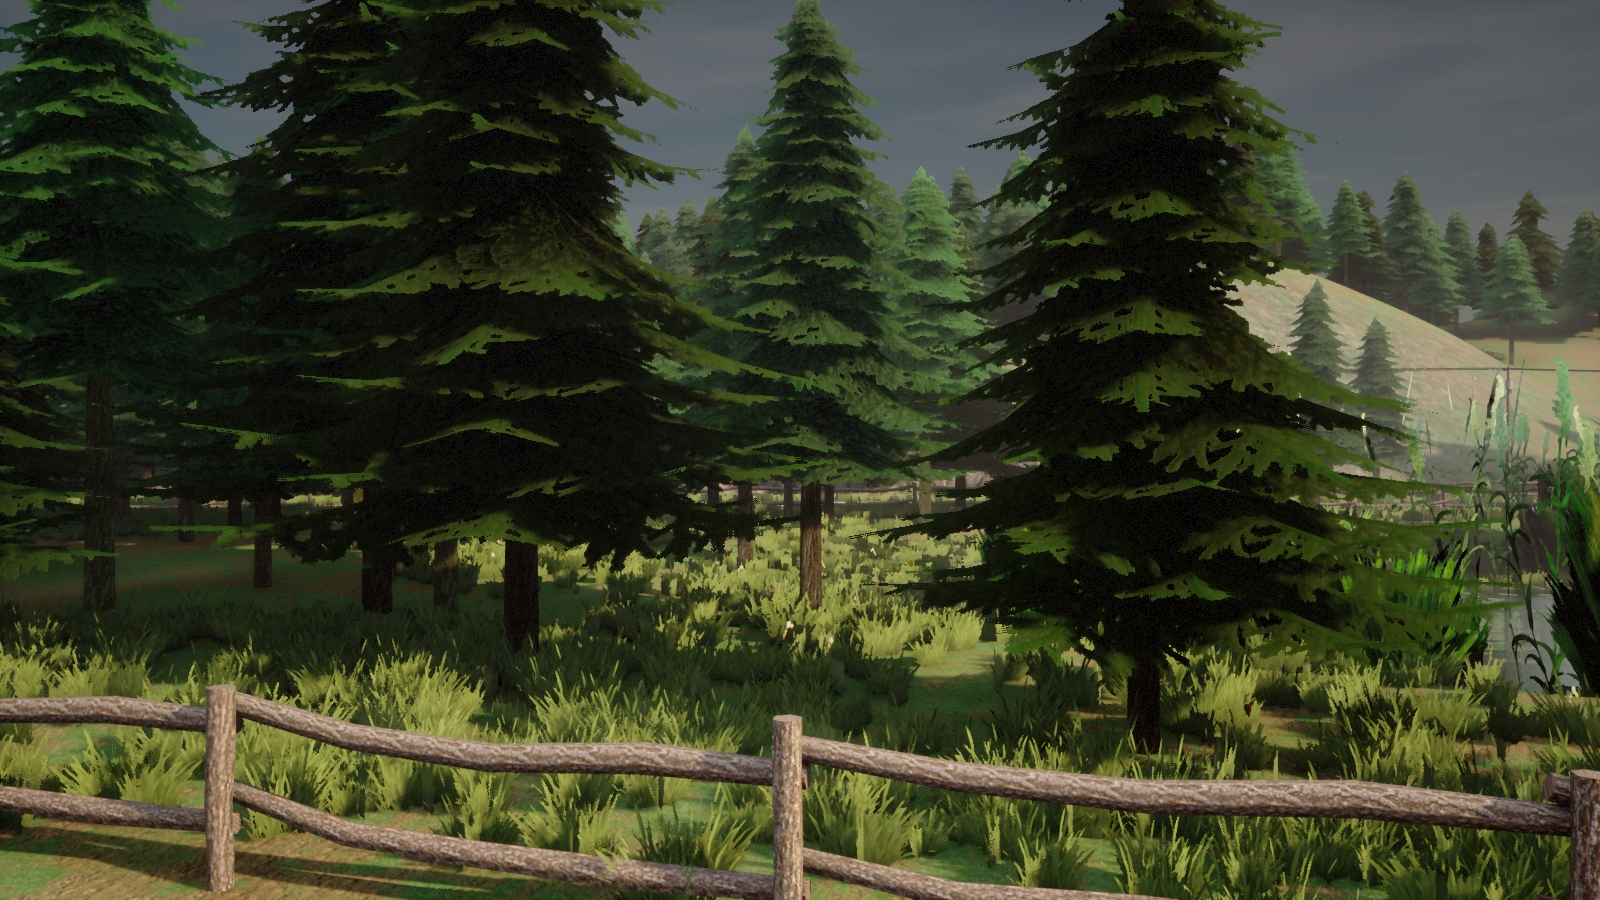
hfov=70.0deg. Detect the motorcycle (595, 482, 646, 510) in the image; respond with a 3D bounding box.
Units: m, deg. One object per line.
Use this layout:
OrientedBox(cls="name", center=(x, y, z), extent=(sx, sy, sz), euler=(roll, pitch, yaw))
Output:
OrientedBox(cls="motorcycle", center=(-8.497, 2.178, 54.104), extent=(2.209, 1.251, 0.867), euler=(0, 0, 14))
